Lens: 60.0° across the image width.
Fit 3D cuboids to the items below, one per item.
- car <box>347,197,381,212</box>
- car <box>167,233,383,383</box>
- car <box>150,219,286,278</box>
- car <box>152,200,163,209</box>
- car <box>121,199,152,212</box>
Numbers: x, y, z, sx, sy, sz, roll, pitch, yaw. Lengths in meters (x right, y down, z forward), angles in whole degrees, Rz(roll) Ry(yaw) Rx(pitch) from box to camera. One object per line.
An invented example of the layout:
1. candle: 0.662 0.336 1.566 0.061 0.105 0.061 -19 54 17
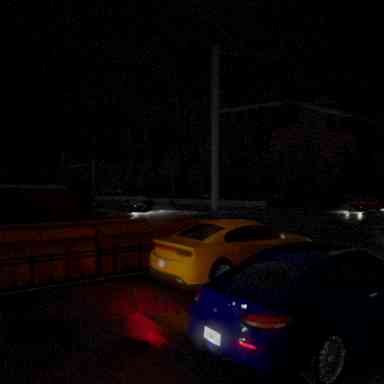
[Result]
1. car: 20.909 1.405 40.453 4.553 1.767 2.097 0 0 -34
2. car: 2.114 1.532 5.253 4.674 1.442 1.812 0 0 -35
3. car: 1.296 1.486 9.063 5.008 1.535 1.882 0 0 -37
4. car: -5.576 1.629 43.605 1.895 1.301 4.718 0 0 -34
5. car: -6.842 1.549 39.162 1.812 1.442 4.674 0 0 -33
